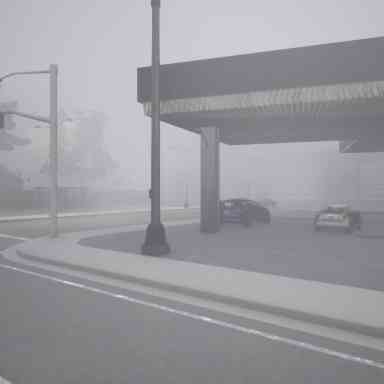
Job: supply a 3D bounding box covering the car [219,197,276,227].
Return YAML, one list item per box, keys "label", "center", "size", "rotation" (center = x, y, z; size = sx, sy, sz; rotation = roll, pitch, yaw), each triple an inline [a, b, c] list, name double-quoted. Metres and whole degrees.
- label: "car"
  center: [3.430, 1.295, 22.027]
  size: [2.242, 1.667, 4.611]
  rotation: [0, 0, 37]

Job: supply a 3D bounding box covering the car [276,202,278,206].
- label: "car"
  center: [10.517, 1.547, 47.966]
  size: [2.033, 1.411, 5.357]
  rotation: [0, 0, 37]

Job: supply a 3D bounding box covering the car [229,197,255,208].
- label: "car"
  center: [7.530, 1.505, 49.816]
  size: [1.837, 1.490, 4.892]
  rotation: [0, 0, 36]

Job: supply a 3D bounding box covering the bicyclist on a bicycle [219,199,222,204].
- label: "bicyclist on a bicycle"
  center: [2.550, 1.387, 29.682]
  size: [0.582, 1.620, 1.656]
  rotation: [0, -9, -36]

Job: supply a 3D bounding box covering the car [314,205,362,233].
- label: "car"
  center: [8.504, 1.456, 19.228]
  size: [1.970, 1.475, 3.806]
  rotation: [0, 0, 37]
